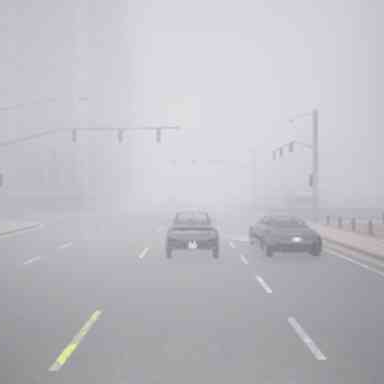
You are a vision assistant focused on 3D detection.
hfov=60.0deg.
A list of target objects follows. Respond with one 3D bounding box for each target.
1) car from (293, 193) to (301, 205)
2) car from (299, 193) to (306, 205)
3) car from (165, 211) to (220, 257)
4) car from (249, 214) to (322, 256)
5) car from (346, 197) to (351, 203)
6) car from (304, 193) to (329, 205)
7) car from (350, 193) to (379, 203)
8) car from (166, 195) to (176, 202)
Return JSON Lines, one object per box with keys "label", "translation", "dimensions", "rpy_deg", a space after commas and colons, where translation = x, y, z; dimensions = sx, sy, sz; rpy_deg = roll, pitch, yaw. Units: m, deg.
{"label": "car", "translation": [24.213, 1.226, 69.768], "dimensions": [4.605, 1.855, 1.932], "rpy_deg": [0, 0, 0]}
{"label": "car", "translation": [24.278, 1.436, 67.085], "dimensions": [3.905, 1.438, 1.784], "rpy_deg": [0, 0, 0]}
{"label": "car", "translation": [0.003, 1.495, 12.922], "dimensions": [2.128, 1.511, 4.902], "rpy_deg": [0, 0, 0]}
{"label": "car", "translation": [3.504, 1.566, 13.155], "dimensions": [1.994, 1.385, 4.181], "rpy_deg": [0, 0, 0]}
{"label": "car", "translation": [39.294, 1.438, 78.296], "dimensions": [3.905, 1.438, 1.784], "rpy_deg": [0, 0, 0]}
{"label": "car", "translation": [24.293, 1.466, 64.190], "dimensions": [3.806, 1.475, 1.970], "rpy_deg": [0, 0, 0]}
{"label": "car", "translation": [39.245, 1.226, 75.399], "dimensions": [4.605, 1.855, 1.932], "rpy_deg": [0, 0, 0]}
{"label": "car", "translation": [-4.612, 1.375, 73.054], "dimensions": [2.097, 1.767, 4.553], "rpy_deg": [0, 0, -1]}
